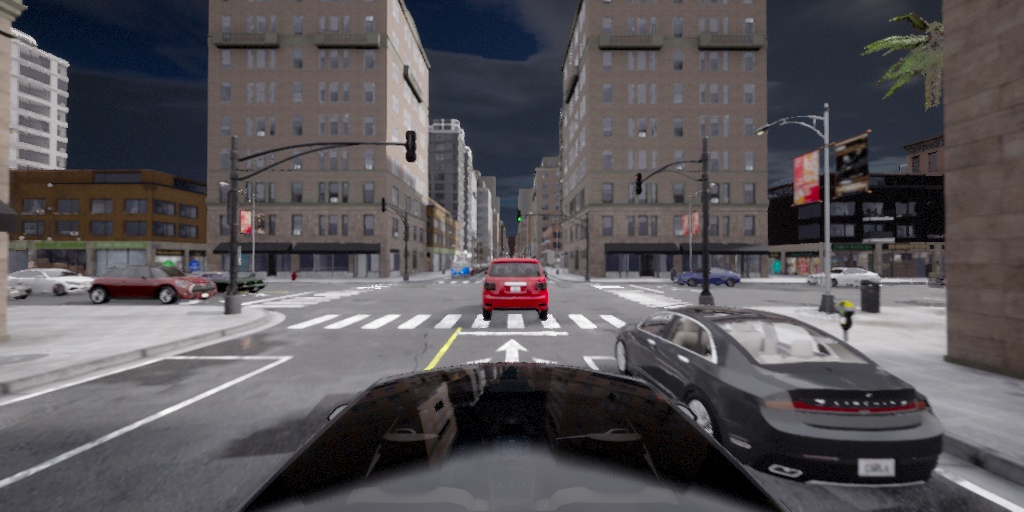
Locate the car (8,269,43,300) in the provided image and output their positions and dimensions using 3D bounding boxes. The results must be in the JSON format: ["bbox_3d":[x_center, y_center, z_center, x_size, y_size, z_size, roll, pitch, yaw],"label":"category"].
[{"bbox_3d":[-25.436,1.399,16.640,4.674,1.442,1.812,0,-1,0],"label":"car"}]

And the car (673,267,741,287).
[{"bbox_3d":[14.534,1.555,26.793,4.674,1.442,1.812,0,-1,-2],"label":"car"}]

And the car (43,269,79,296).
[{"bbox_3d":[-25.592,1.428,19.890,4.674,1.442,1.812,0,-1,0],"label":"car"}]

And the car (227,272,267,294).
[{"bbox_3d":[-16.440,1.518,19.933,4.718,1.301,1.895,0,-1,0],"label":"car"}]

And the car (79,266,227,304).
[{"bbox_3d":[-16.462,1.239,16.666,4.553,1.767,2.097,0,-1,1],"label":"car"}]

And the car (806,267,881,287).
[{"bbox_3d":[24.750,1.574,26.839,4.674,1.442,1.812,0,-1,0],"label":"car"}]

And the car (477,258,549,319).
[{"bbox_3d":[0.112,1.101,13.470,2.150,2.045,5.566,0,0,0],"label":"car"}]

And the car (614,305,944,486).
[{"bbox_3d":[2.669,1.333,4.802,2.007,1.370,4.403,0,0,0],"label":"car"}]

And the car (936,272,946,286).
[{"bbox_3d":[34.891,1.422,26.886,4.553,1.767,2.097,0,-1,-1],"label":"car"}]

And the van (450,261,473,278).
[{"bbox_3d":[-5.701,1.490,39.488,1.690,1.789,3.998,0,0,0],"label":"van"}]

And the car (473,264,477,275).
[{"bbox_3d":[-5.674,1.649,45.156,1.967,1.591,4.097,0,0,0],"label":"car"}]
